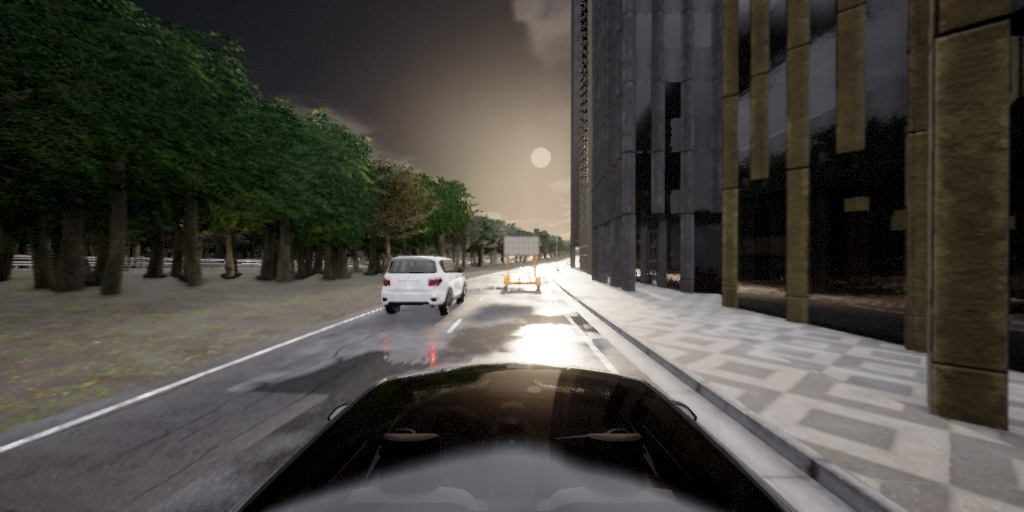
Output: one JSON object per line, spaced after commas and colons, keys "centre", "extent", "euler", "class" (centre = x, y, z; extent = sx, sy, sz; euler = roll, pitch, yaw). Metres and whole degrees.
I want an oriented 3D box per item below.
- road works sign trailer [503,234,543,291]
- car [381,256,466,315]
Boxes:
{"centre": [0.608, 0.385, 23.305], "extent": [2.380, 3.560, 2.880], "euler": [0, 0, -3], "class": "road works sign trailer"}
{"centre": [-3.206, 1.023, 14.051], "extent": [2.150, 2.045, 5.566], "euler": [0, -1, 1], "class": "car"}
